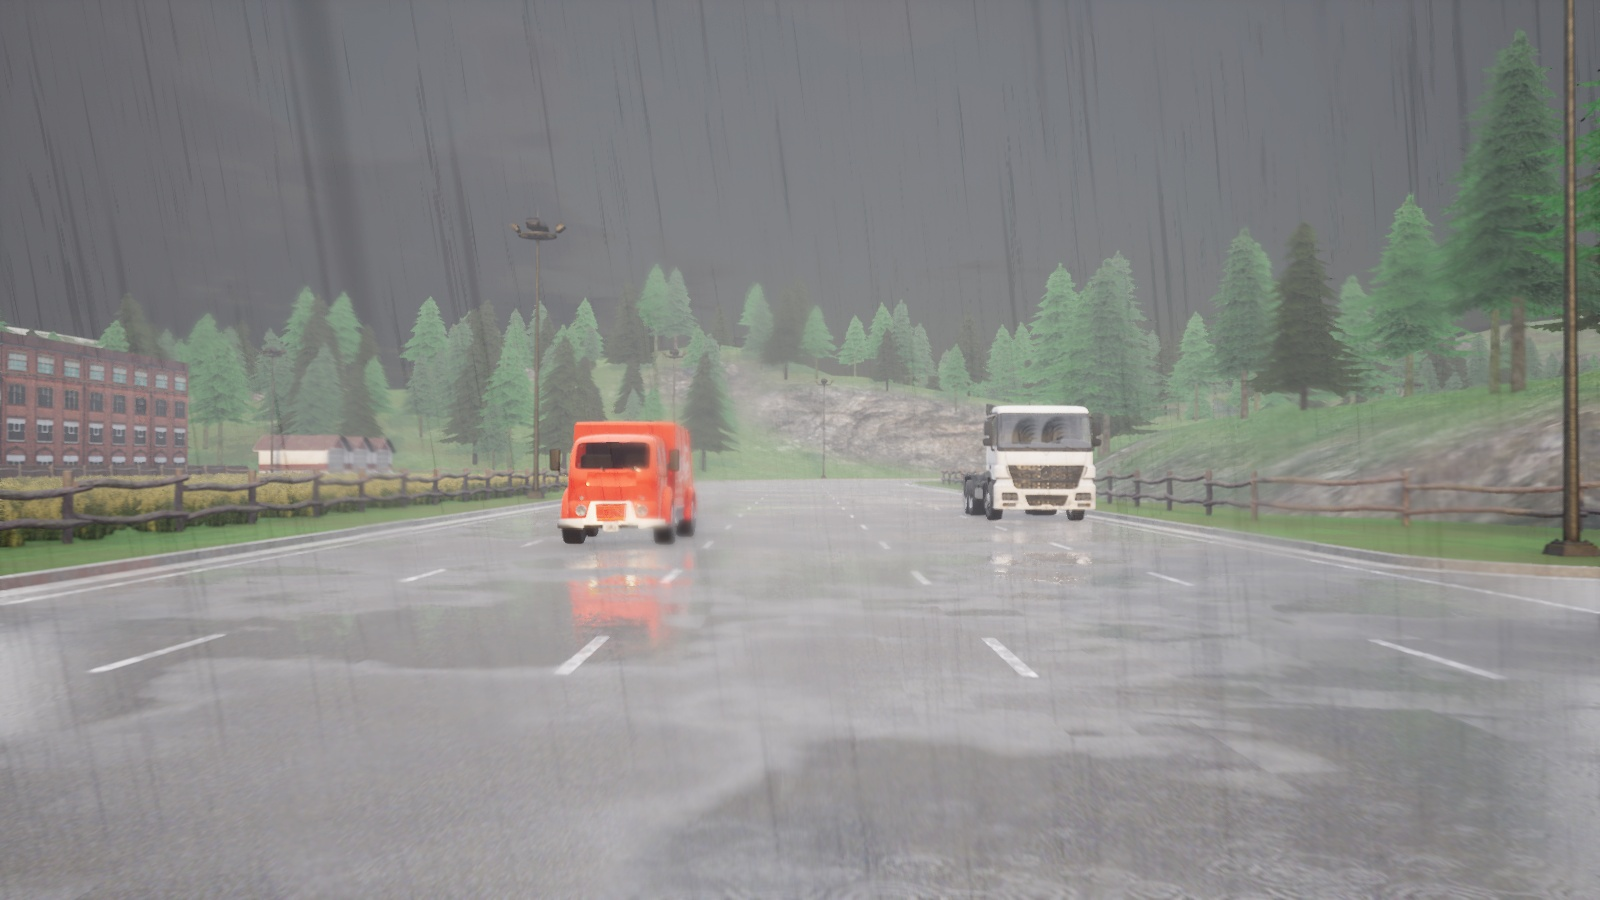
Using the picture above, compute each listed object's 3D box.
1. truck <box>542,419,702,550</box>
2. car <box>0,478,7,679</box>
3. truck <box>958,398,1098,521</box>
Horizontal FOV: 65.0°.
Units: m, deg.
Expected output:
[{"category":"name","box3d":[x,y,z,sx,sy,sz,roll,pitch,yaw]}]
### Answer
[{"category":"truck","box3d":[-3.565,0.683,26.355,2.627,2.467,5.204,0,-1,0]},{"category":"car","box3d":[-7.017,0.929,7.004,2.163,1.488,4.792,0,-1,0]},{"category":"truck","box3d":[6.903,0.315,39.187,2.891,3.462,7.936,0,-1,0]}]
